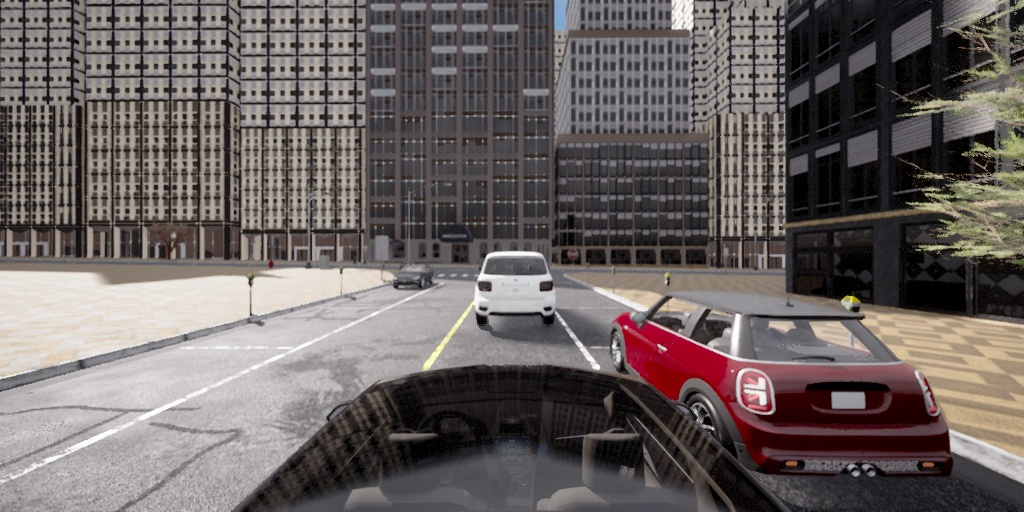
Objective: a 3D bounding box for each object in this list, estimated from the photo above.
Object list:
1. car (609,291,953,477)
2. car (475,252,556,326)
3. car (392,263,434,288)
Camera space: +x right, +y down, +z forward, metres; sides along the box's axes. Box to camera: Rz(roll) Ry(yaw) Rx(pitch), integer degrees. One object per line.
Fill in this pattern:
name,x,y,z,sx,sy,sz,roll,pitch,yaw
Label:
car,2.682,1.163,4.821,1.967,1.591,4.097,0,0,0
car,0.073,0.889,11.501,2.150,2.045,5.566,0,1,0
car,-5.881,1.128,21.729,2.007,1.370,4.403,0,0,0
